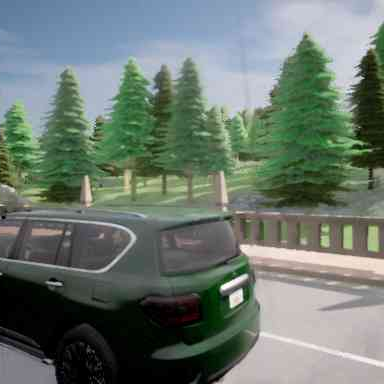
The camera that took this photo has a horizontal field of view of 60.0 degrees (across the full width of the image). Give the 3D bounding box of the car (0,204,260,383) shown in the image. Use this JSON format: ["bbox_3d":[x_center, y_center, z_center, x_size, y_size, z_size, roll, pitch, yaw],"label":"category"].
[{"bbox_3d":[-1.781,1.213,4.966,5.566,2.045,2.150,0,0,33],"label":"car"}]
